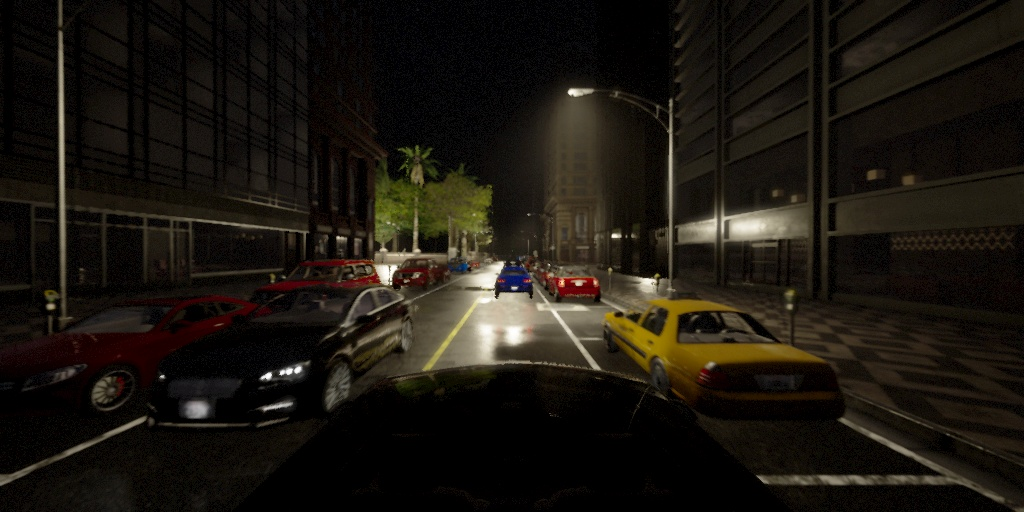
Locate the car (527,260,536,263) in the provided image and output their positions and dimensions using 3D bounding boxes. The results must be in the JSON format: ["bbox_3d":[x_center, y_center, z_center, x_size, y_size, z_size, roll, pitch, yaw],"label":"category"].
[{"bbox_3d":[2.767,1.278,32.977,2.007,1.370,4.403,0,0,0],"label":"car"}]

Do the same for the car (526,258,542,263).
[{"bbox_3d":[2.768,1.250,38.573,1.751,1.417,4.829,0,0,0],"label":"car"}]

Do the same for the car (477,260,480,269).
[{"bbox_3d":[-5.755,1.296,54.698,1.802,1.307,4.207,0,0,0],"label":"car"}]

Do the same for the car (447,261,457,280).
[{"bbox_3d":[-5.759,1.276,27.566,1.888,1.381,4.507,0,0,0],"label":"car"}]

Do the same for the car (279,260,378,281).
[{"bbox_3d":[-5.761,1.056,11.289,2.192,1.841,5.009,0,0,0],"label":"car"}]

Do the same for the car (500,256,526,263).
[{"bbox_3d":[0.106,1.077,38.630,2.097,1.767,4.553,0,0,0],"label":"car"}]

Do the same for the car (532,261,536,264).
[{"bbox_3d":[2.765,1.275,27.553,1.888,1.381,4.507,0,0,0],"label":"car"}]

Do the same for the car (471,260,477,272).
[{"bbox_3d":[-5.756,1.162,43.845,1.967,1.591,4.097,0,0,0],"label":"car"}]

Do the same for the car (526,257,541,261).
[{"bbox_3d":[2.769,1.036,43.828,2.192,1.841,5.009,0,0,0],"label":"car"}]

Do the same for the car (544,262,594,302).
[{"bbox_3d":[2.765,1.177,16.703,1.967,1.591,4.097,0,0,0],"label":"car"}]

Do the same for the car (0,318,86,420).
[{"bbox_3d":[-5.762,1.328,5.863,1.802,1.307,4.207,0,0,0],"label":"car"}]

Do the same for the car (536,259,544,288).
[{"bbox_3d":[2.766,1.173,22.128,1.967,1.591,4.097,0,0,0],"label":"car"}]

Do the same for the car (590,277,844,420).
[{"bbox_3d":[2.763,1.271,6.023,1.751,1.417,4.829,0,0,0],"label":"car"}]

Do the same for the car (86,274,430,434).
[{"bbox_3d":[-3.052,1.239,5.944,2.128,1.511,4.902,0,0,0],"label":"car"}]

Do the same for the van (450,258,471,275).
[{"bbox_3d":[-5.757,1.066,38.419,1.690,1.789,3.998,0,0,0],"label":"van"}]

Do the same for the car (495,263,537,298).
[{"bbox_3d":[0.101,1.262,18.293,1.812,1.442,4.674,0,0,0],"label":"car"}]

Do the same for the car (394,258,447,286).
[{"bbox_3d":[-5.760,1.048,22.141,2.192,1.841,5.009,0,0,0],"label":"car"}]
